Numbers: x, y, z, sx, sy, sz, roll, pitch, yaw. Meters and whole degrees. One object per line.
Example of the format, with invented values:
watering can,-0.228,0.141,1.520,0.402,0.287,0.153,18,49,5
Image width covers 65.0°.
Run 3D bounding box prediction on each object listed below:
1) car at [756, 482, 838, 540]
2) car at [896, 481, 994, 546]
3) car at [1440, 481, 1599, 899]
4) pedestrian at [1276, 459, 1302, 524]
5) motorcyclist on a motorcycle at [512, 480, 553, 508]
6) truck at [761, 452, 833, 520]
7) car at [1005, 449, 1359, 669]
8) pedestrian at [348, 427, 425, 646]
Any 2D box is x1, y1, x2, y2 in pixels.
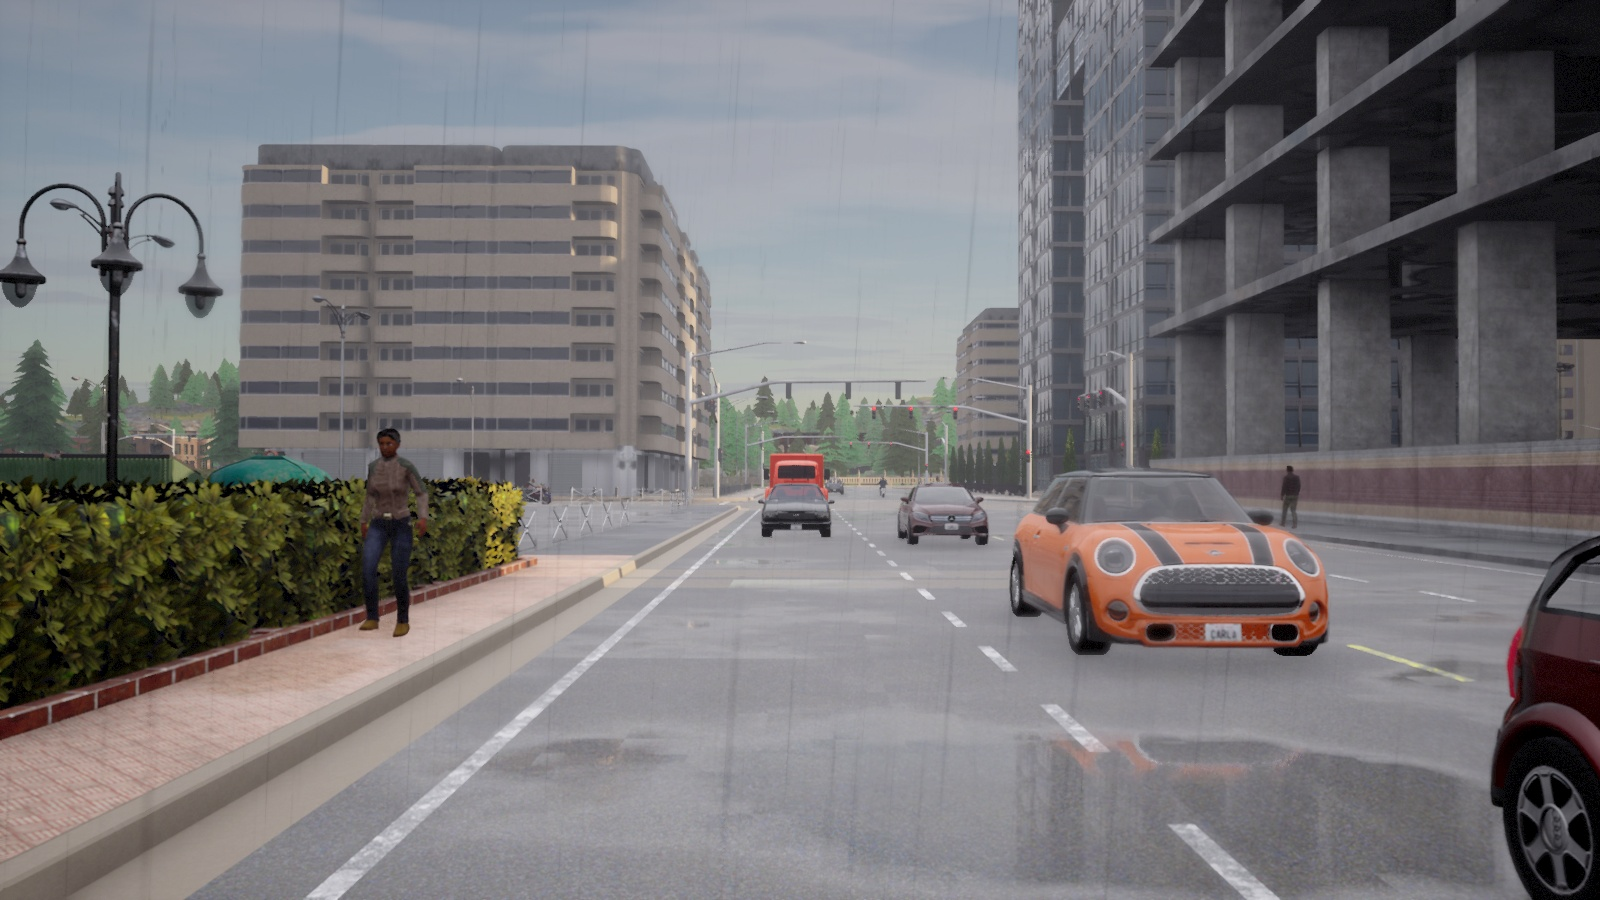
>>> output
car,-0.082,1.595,33.991,2.033,1.411,5.357,0,-1,0
car,3.426,1.485,30.512,1.812,1.442,4.674,0,-1,0
car,3.491,0.855,3.212,1.789,1.549,3.705,0,-1,0
pedestrian,13.939,1.184,35.831,0.431,1.840,0.703,0,-1,-2
motorcyclist on a motorcycle,-15.262,2.502,71.682,2.191,1.530,0.866,0,-1,0
truck,-0.121,1.379,48.937,2.627,2.467,5.204,0,-1,0
car,3.469,0.933,12.459,2.097,1.767,4.553,0,-1,0
pedestrian,-3.548,0.721,10.809,0.328,1.805,0.869,0,-1,3
